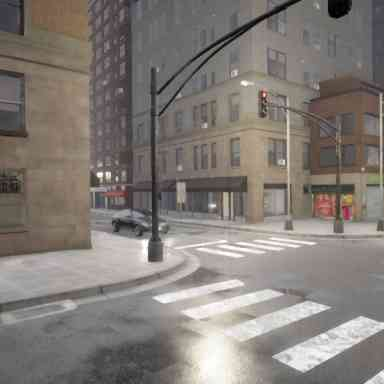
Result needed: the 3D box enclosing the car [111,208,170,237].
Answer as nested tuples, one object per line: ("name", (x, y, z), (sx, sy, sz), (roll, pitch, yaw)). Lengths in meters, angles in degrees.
("car", (-3.162, 1.694, 19.520), (1.812, 1.442, 4.674), (-1, 0, -38))
